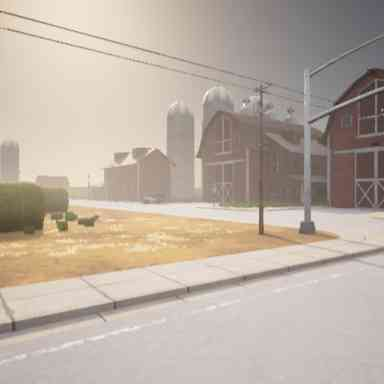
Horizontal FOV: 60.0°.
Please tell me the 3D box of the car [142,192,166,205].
[{"bbox_3d":[-6.368,1.071,55.935,3.866,1.878,1.905,-2,5,11],"label":"car"}]
